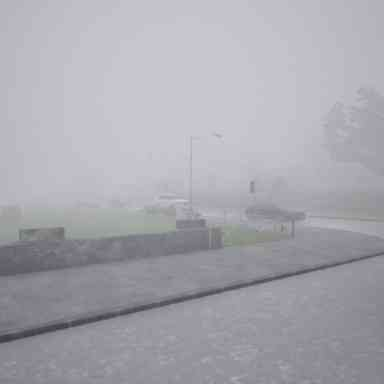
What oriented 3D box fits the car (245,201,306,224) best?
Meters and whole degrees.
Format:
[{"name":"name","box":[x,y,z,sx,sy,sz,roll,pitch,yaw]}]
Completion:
[{"name":"car","box":[6.274,1.474,25.399,1.882,1.535,5.008,0,0,-36]}]

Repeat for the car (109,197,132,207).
[{"name":"car","box":[-10.546,1.474,49.017,1.882,1.535,5.008,0,0,-35]}]

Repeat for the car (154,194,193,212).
[{"name":"car","box":[-2.192,1.220,37.262,2.150,2.045,5.566,0,0,-35]}]
